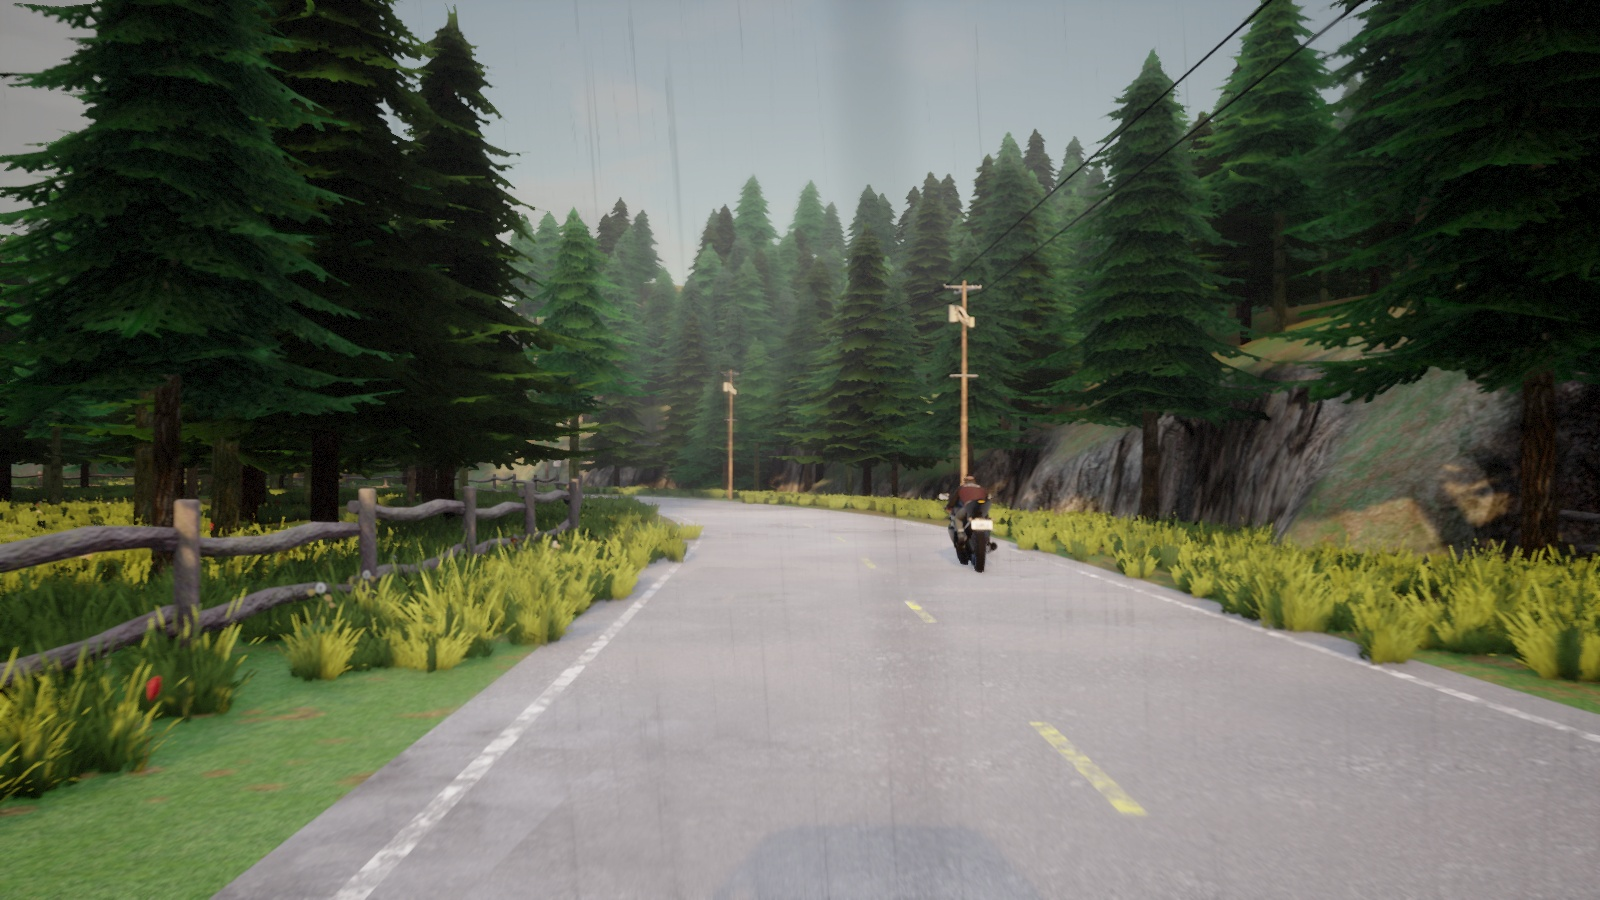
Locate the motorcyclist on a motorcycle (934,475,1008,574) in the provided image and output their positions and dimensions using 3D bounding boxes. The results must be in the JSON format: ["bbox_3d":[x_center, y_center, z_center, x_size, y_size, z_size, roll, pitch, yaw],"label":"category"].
[{"bbox_3d":[2.787,1.184,20.674,0.866,1.530,2.191,0,-1,-1],"label":"motorcyclist on a motorcycle"}]
